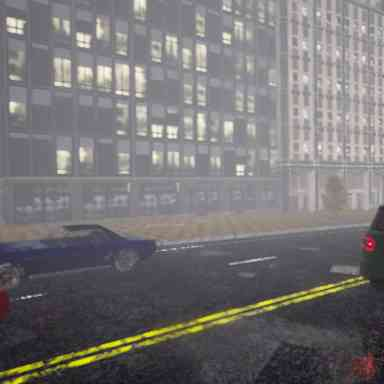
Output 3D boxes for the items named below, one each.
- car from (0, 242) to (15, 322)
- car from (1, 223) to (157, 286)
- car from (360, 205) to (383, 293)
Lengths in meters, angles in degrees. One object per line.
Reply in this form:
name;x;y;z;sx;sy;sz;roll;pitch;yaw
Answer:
car;-4.992;1.591;4.066;4.718;1.301;1.895;0;0;-36
car;-3.438;1.580;9.133;4.718;1.301;1.895;0;0;-35
car;6.099;1.211;7.466;5.566;2.045;2.150;0;0;-33
